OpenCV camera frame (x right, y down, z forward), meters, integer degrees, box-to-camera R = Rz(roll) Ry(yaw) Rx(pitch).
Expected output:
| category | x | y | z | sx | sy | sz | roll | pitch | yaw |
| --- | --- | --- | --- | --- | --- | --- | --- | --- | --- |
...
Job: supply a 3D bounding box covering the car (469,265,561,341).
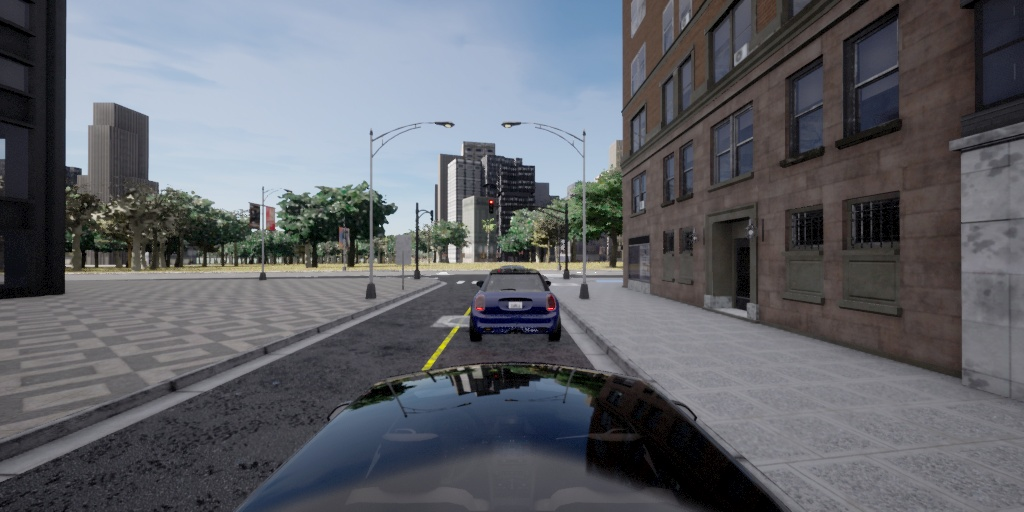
| category | x | y | z | sx | sy | sz | roll | pitch | yaw |
| --- | --- | --- | --- | --- | --- | --- | --- | --- | --- |
| car | 0.057 | 1.103 | 10.018 | 2.097 | 1.767 | 4.553 | 0 | 0 | -1 |
